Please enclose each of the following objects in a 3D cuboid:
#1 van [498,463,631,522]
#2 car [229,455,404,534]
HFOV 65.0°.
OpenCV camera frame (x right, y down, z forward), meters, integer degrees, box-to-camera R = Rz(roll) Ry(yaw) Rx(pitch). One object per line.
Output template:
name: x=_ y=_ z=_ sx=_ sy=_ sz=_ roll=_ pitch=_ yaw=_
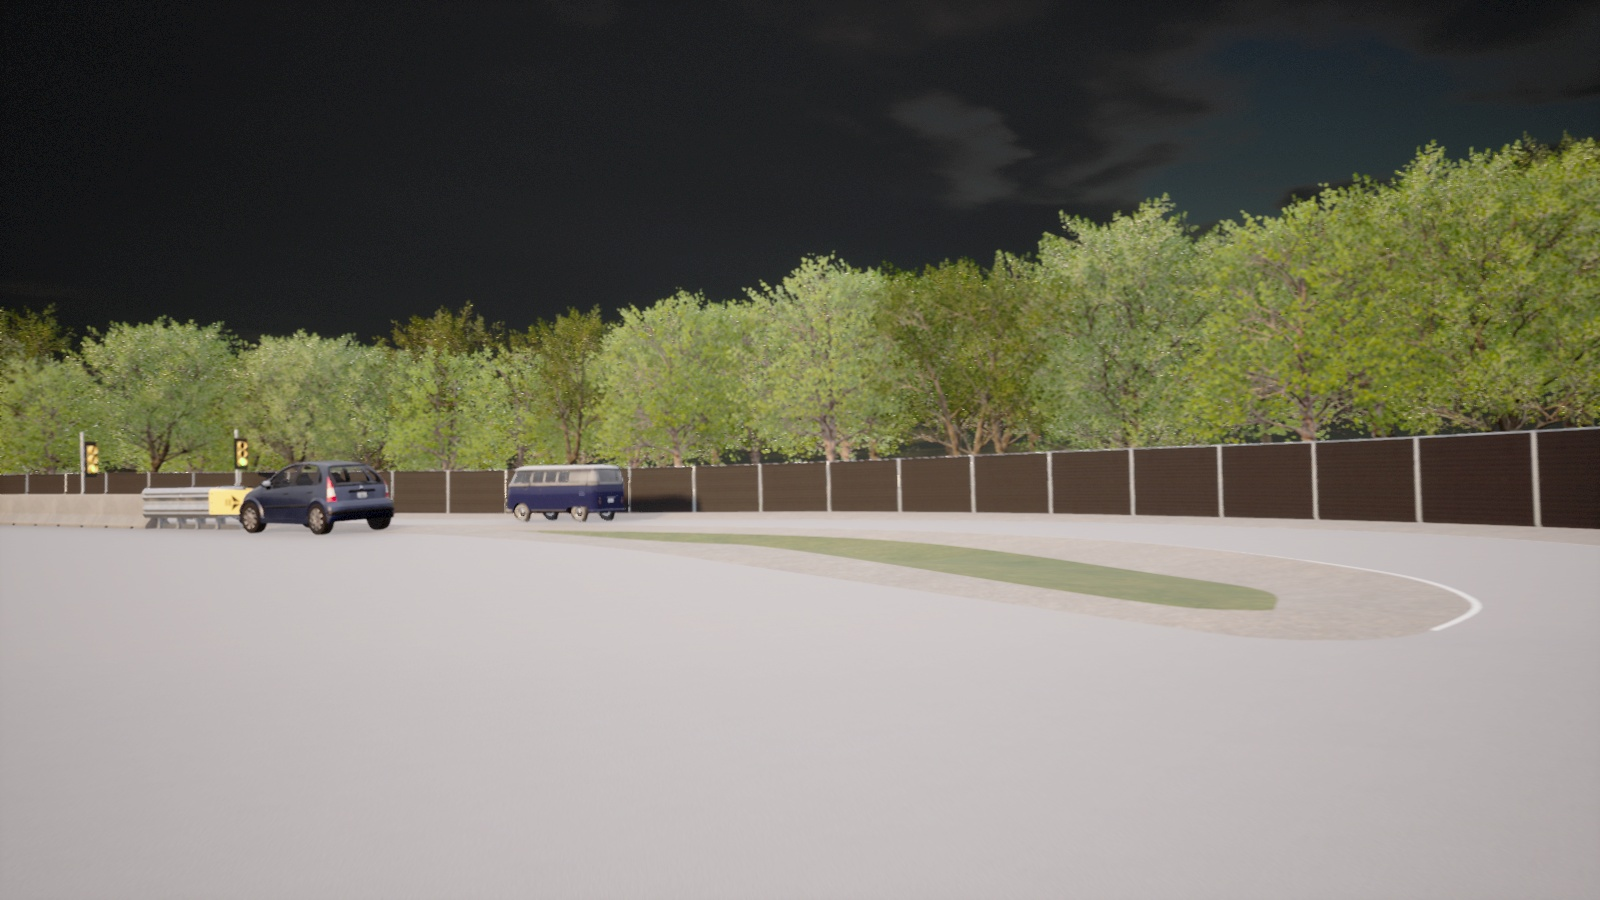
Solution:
van: x=-8.253 y=1.481 z=43.928 sx=4.442 sy=1.987 sz=1.775 roll=-2 pitch=-1 yaw=30
car: x=-11.107 y=0.983 z=28.772 sx=3.988 sy=1.617 sz=1.851 roll=-1 pitch=1 yaw=37
